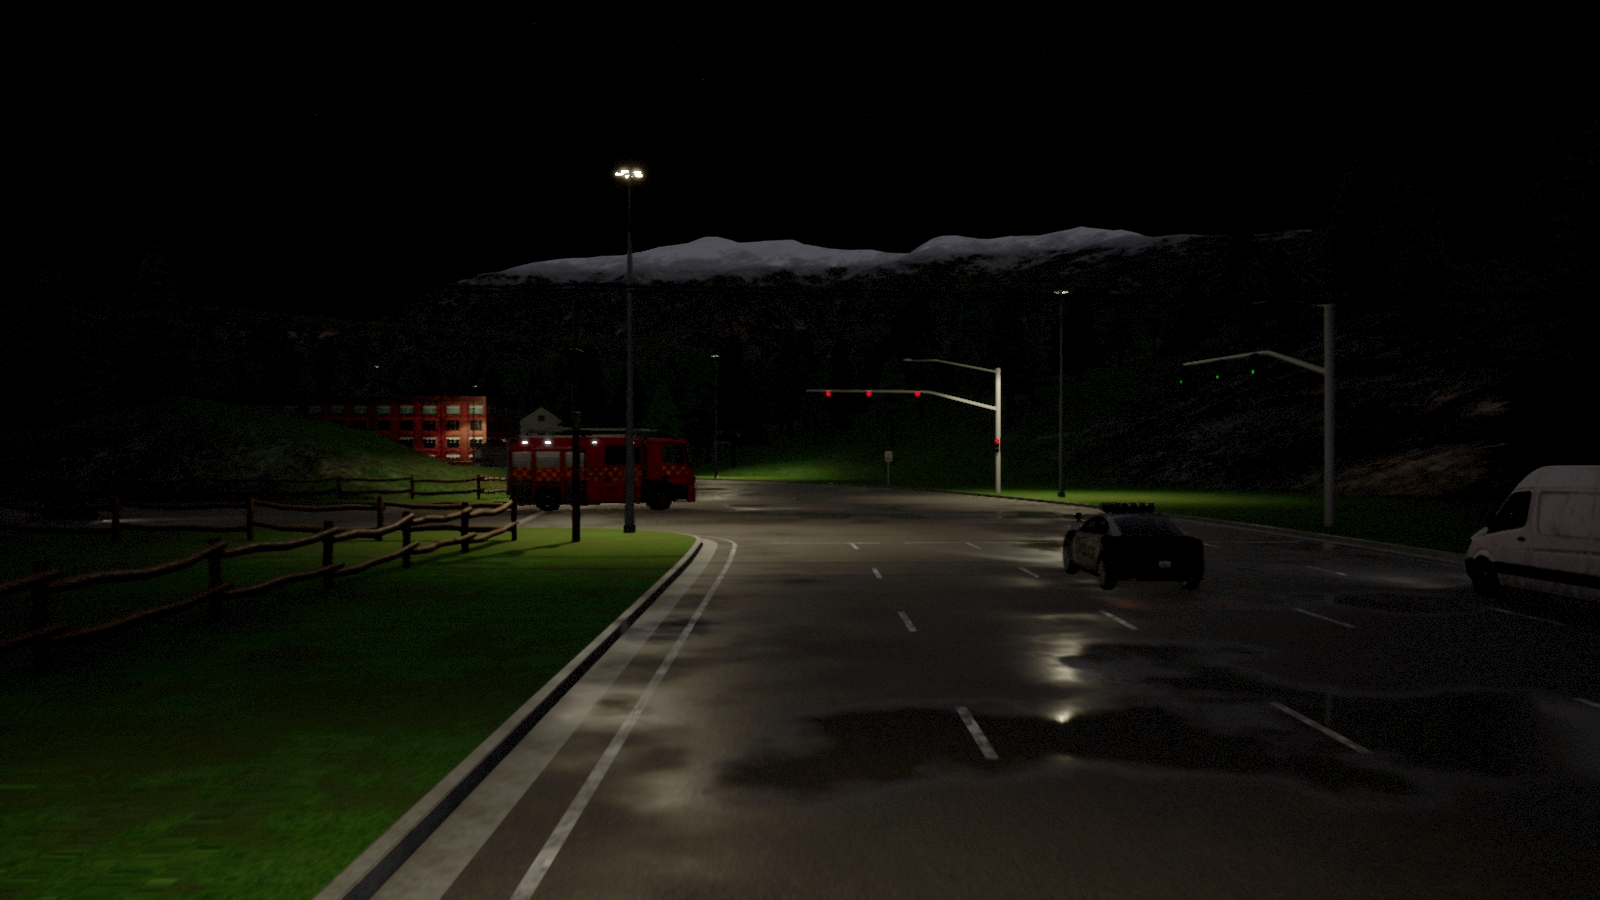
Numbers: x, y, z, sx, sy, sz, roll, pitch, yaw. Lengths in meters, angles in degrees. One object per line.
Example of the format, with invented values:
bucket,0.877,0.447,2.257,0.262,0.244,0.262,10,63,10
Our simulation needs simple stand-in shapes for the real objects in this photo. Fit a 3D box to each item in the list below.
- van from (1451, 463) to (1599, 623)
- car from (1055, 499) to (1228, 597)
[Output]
van,13.989,1.534,19.845,1.988,2.561,5.915,0,0,0
car,7.096,1.982,24.390,2.097,1.638,5.238,0,0,0
